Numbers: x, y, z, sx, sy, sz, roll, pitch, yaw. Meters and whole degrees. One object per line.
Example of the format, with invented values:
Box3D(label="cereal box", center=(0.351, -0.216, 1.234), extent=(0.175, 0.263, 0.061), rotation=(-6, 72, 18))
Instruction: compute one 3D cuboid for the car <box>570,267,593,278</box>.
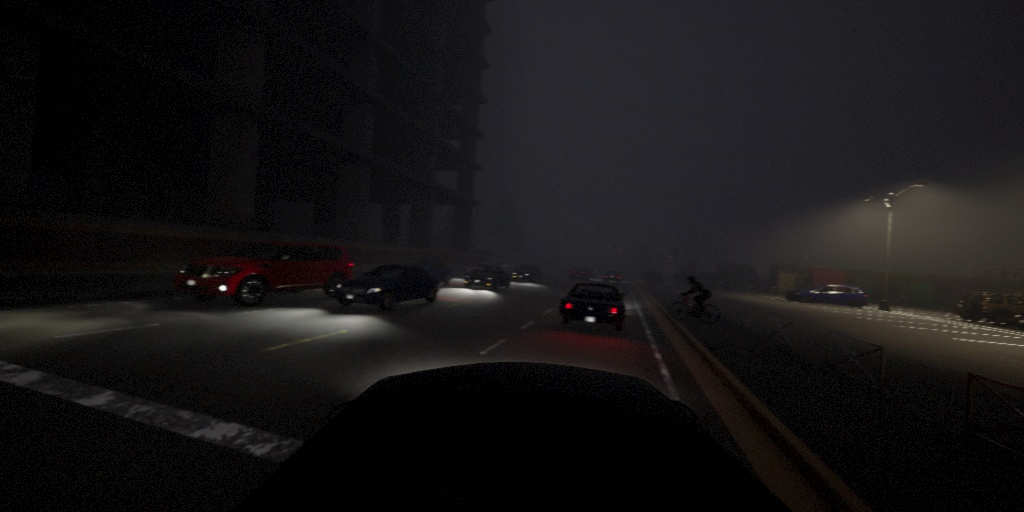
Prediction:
Box3D(label="car", center=(7.677, 1.971, 40.280), extent=(1.882, 1.535, 5.008), rotation=(4, 0, 17))

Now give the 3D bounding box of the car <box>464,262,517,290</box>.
Box3D(label="car", center=(-1.456, 1.326, 22.805), extent=(1.994, 1.385, 4.181), rotation=(4, 0, 17))

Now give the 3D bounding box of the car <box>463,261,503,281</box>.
Box3D(label="car", center=(-2.460, 1.267, 31.526), extent=(1.812, 1.442, 4.674), rotation=(4, 0, 17))

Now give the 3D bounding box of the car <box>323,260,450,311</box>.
Box3D(label="car", center=(-4.310, 1.036, 13.263), extent=(1.812, 1.442, 4.674), rotation=(4, 0, 17))

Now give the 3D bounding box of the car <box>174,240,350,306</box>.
Box3D(label="car", center=(-8.145, 0.462, 12.653), extent=(2.150, 2.045, 5.566), rotation=(4, 0, 17))

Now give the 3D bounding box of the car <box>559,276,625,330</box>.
Box3D(label="car", center=(2.953, 1.610, 12.582), extent=(1.895, 1.301, 4.718), rotation=(4, 0, 17))

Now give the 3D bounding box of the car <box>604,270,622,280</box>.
Box3D(label="car", center=(11.153, 2.279, 39.732), extent=(2.033, 1.411, 5.357), rotation=(4, 0, 17))

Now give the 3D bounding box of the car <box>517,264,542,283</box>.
Box3D(label="car", center=(1.447, 1.521, 32.367), extent=(1.837, 1.490, 4.892), rotation=(4, 0, 17))

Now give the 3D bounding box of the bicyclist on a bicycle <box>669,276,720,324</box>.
Box3D(label="bicyclist on a bicycle", center=(6.506, 1.558, 12.747), extent=(1.656, 1.620, 0.582), rotation=(4, 0, 17))

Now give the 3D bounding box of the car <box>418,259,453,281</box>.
Box3D(label="car", center=(-5.350, 0.965, 21.963), extent=(1.882, 1.535, 5.008), rotation=(4, 0, 17))

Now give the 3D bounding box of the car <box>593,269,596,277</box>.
Box3D(label="car", center=(10.874, 2.339, 50.894), extent=(1.994, 1.385, 4.181), rotation=(4, 0, 17))
